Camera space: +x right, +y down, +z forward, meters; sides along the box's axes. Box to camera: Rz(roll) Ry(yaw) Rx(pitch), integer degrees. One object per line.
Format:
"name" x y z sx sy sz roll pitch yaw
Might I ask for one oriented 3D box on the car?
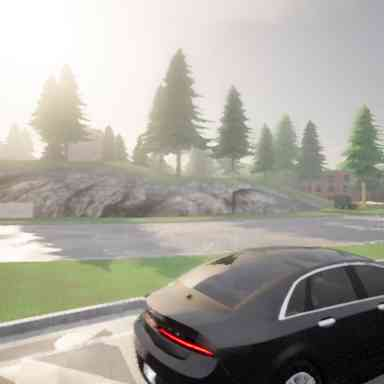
"car" 1.669 1.499 4.454 4.892 1.490 1.837 0 0 -31
